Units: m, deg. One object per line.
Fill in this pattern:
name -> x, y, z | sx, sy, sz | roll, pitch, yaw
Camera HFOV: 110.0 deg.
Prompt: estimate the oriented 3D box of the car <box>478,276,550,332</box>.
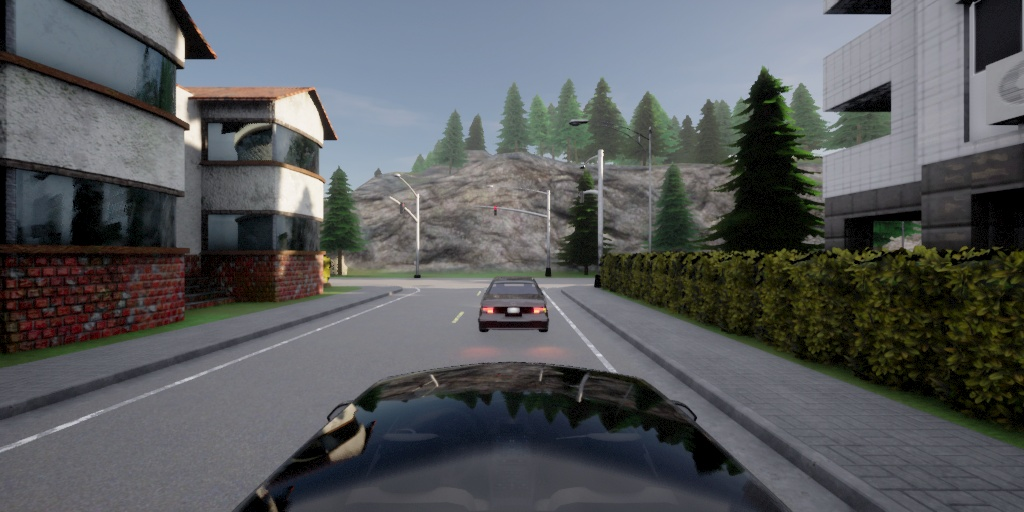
car -> 0.055, 1.297, 10.768 | 2.033, 1.411, 5.357 | 0, 0, 1
